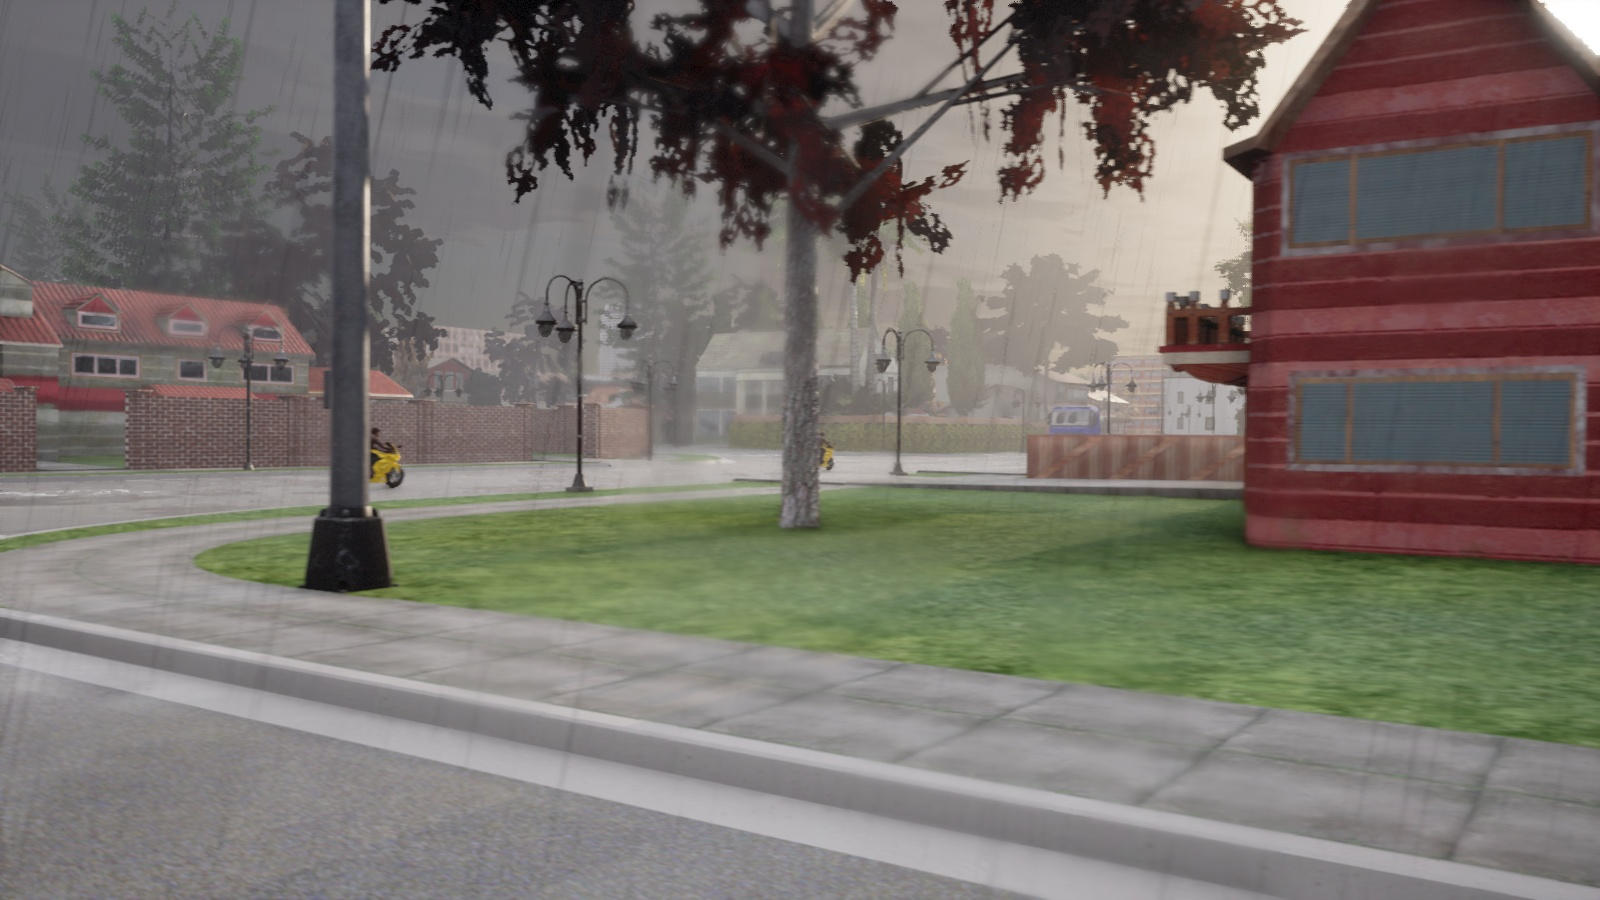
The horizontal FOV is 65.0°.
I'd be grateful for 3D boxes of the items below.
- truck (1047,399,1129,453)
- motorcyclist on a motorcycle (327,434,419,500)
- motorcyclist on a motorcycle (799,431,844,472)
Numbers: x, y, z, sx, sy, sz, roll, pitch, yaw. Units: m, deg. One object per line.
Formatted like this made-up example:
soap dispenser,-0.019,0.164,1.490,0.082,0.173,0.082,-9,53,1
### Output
truck,19.437,-1.579,84.465,2.891,3.462,7.936,0,1,32
motorcyclist on a motorcycle,-10.308,0.392,30.372,0.797,1.523,2.044,0,1,32
motorcyclist on a motorcycle,0.838,0.049,48.169,0.797,1.523,2.044,0,1,32
